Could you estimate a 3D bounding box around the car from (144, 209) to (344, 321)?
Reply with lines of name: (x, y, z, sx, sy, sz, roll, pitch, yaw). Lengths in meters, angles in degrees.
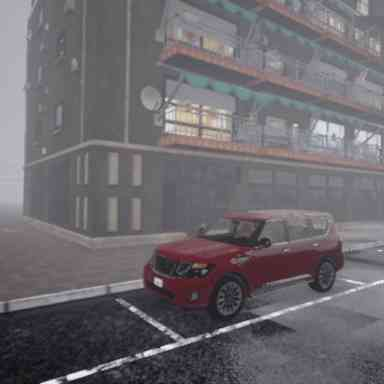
car: (1.440, 1.359, 7.573, 5.009, 1.841, 2.192, 1, 0, -36)
